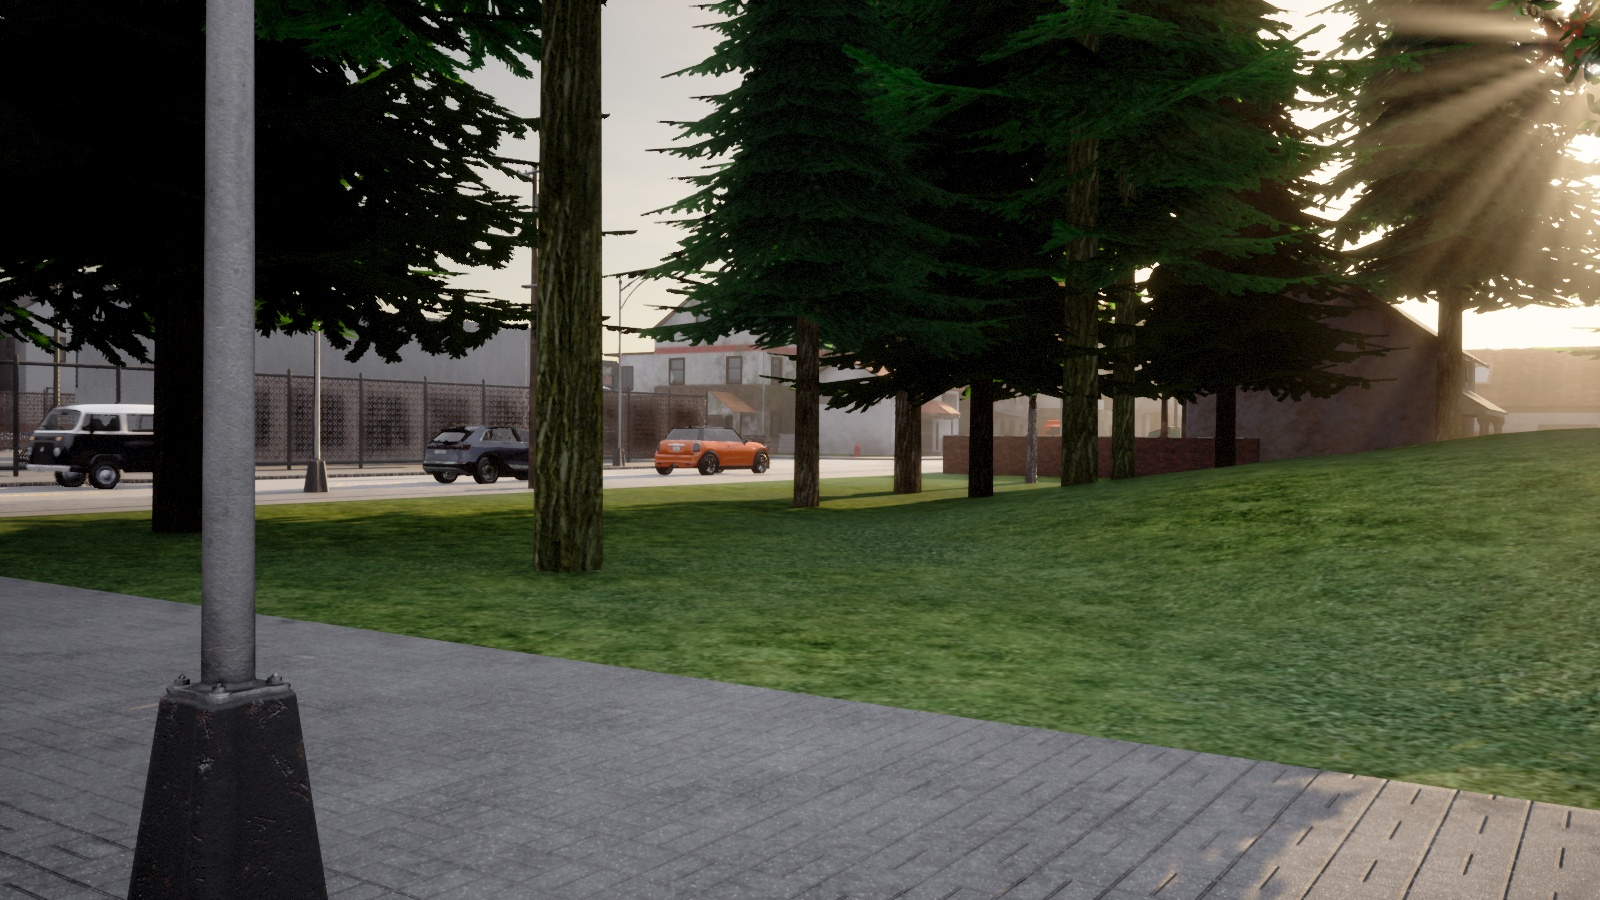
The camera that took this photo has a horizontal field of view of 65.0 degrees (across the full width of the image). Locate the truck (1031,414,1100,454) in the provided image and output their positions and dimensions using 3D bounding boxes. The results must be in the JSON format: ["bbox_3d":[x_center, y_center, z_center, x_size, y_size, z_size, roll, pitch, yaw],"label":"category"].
[{"bbox_3d":[17.161,-1.016,80.939,2.627,2.467,5.204,0,1,33],"label":"truck"}]

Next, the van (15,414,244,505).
[{"bbox_3d":[-16.231,0.187,30.638,2.069,2.038,4.480,0,0,33],"label":"van"}]

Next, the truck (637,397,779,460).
[{"bbox_3d":[-5.336,-1.185,72.004,7.936,3.462,2.891,0,1,33],"label":"truck"}]

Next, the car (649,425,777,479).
[{"bbox_3d":[-2.931,0.024,43.387,2.097,1.767,4.553,0,1,33],"label":"car"}]

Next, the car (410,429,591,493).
[{"bbox_3d":[-8.315,0.255,35.293,2.033,1.649,4.856,0,1,34],"label":"car"}]
